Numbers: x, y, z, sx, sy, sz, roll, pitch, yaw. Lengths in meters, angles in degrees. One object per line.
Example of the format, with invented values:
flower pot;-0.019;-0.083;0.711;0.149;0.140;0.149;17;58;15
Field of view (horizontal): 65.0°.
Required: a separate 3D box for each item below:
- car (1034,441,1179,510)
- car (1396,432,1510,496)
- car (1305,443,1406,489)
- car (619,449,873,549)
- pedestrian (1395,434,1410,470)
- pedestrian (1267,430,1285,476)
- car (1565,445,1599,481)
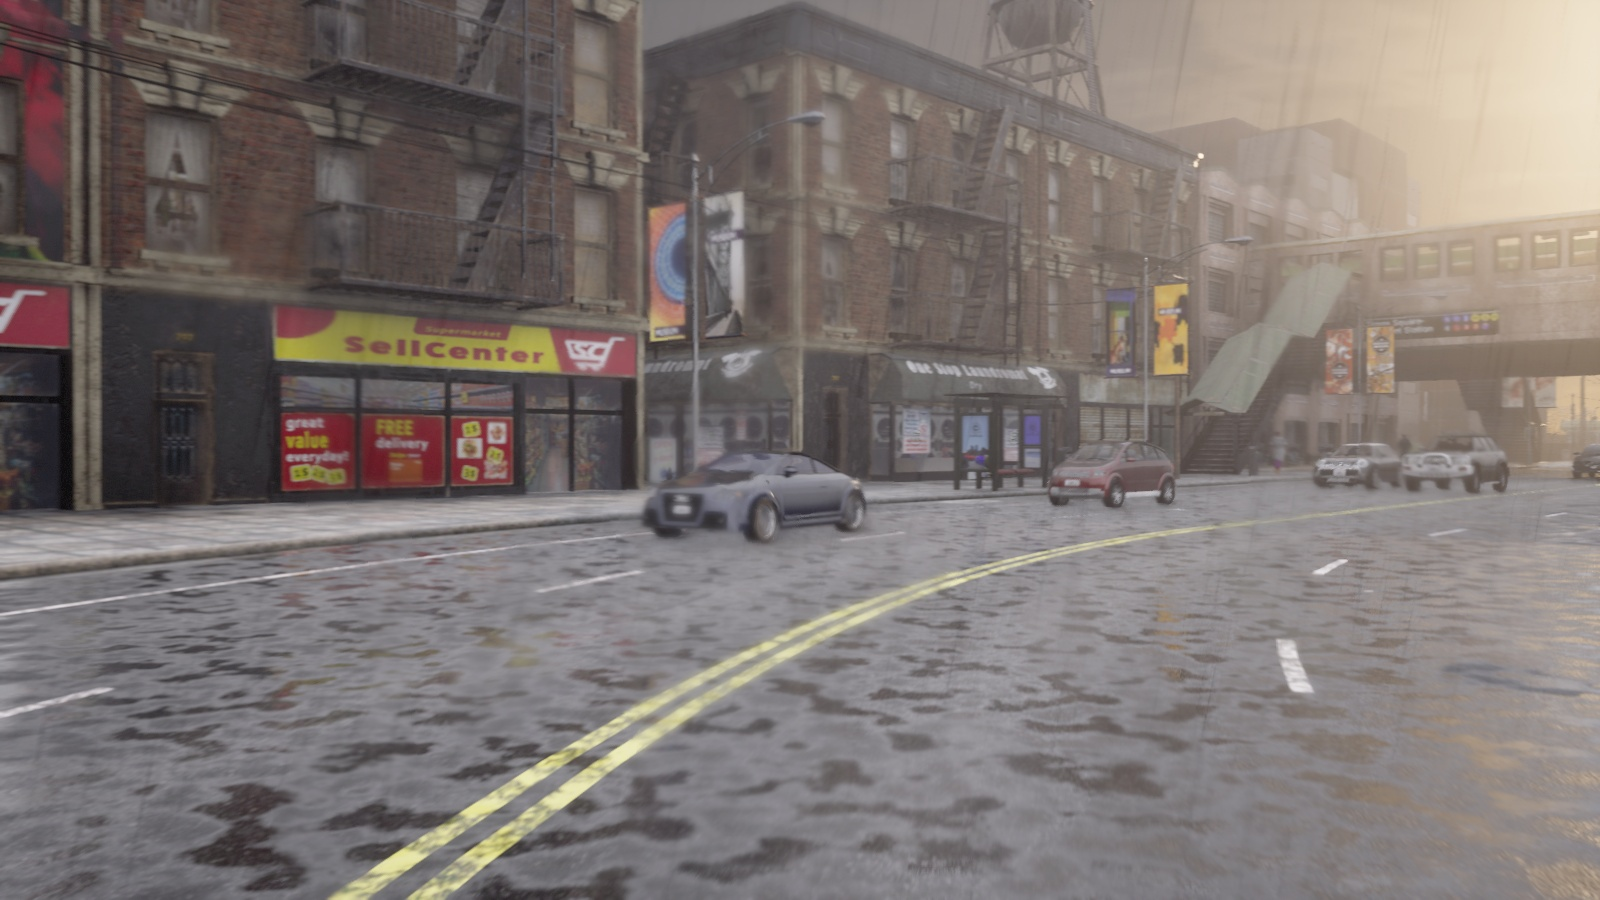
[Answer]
car;7.388;0.570;30.067;1.789;1.549;3.705;0;0;43
car;20.113;0.387;38.592;1.932;1.855;4.605;0;0;43
car;18.695;0.512;42.206;1.970;1.475;3.806;0;0;43
car;-0.739;0.695;20.112;1.994;1.385;4.181;0;0;33
pedestrian;32.141;0.091;66.982;0.563;1.883;0.849;0;0;39
pedestrian;20.443;0.141;53.935;0.659;1.952;0.873;0;0;25
car;34.668;0.517;54.218;1.837;1.490;4.892;0;0;43
